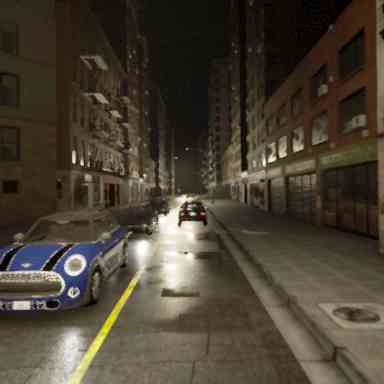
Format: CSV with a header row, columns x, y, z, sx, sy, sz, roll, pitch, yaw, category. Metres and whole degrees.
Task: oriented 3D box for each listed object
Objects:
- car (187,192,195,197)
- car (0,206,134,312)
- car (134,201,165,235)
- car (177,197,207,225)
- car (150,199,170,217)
x,y,z,sx,sy,sz,roll,pitch,yaw,category
-0.330,0.836,79.362,1.882,1.535,5.008,-1,0,0,car
-2.888,1.297,7.855,2.097,1.767,4.553,-1,1,0,car
-2.822,1.431,17.701,2.033,1.411,5.357,-1,1,0,car
0.011,1.310,21.991,2.033,1.411,5.357,-1,1,0,car
-2.907,1.288,28.670,2.033,1.411,5.357,-1,1,0,car
